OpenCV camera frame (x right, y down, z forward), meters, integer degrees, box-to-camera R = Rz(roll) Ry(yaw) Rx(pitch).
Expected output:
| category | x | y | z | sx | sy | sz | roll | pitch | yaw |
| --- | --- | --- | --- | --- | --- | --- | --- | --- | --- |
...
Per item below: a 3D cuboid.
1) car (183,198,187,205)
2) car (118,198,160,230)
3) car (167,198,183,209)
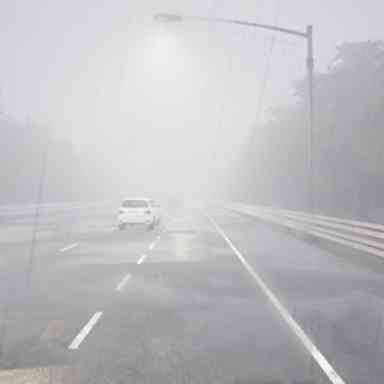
| category | x | y | z | sx | sy | sz | roll | pitch | yaw |
| --- | --- | --- | --- | --- | --- | --- | --- | --- | --- |
| car | -3.077 | 2.884 | 90.429 | 1.994 | 1.385 | 4.181 | 0 | -1 | 1 |
| car | -3.479 | 1.425 | 22.632 | 2.150 | 2.045 | 5.566 | 0 | -1 | 0 |
| car | -3.312 | 2.038 | 61.321 | 2.150 | 2.045 | 5.566 | 0 | -1 | 0 |
